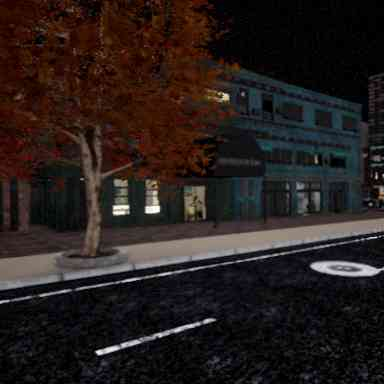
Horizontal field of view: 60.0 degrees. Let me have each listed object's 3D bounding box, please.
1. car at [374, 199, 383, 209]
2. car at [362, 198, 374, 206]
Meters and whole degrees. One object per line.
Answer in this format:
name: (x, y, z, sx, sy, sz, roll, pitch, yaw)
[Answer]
car: (27.323, 1.693, 44.359, 1.947, 1.339, 4.313, -2, 0, -36)
car: (29.243, 1.670, 56.115, 2.008, 1.369, 4.403, -2, 0, -36)
